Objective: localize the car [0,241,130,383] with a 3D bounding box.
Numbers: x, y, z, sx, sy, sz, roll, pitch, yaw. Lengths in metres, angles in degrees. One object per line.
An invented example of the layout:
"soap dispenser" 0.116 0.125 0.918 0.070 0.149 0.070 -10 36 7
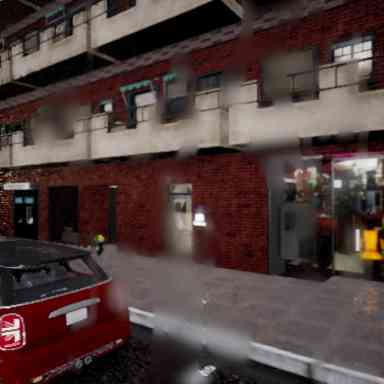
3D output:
"car" -2.899 1.454 4.950 4.097 1.590 1.967 0 0 36
